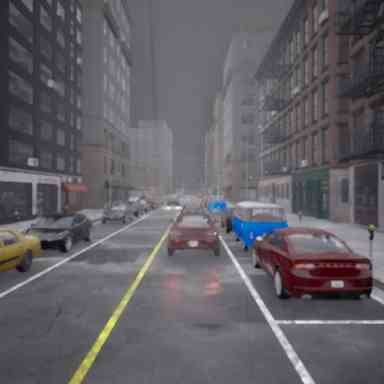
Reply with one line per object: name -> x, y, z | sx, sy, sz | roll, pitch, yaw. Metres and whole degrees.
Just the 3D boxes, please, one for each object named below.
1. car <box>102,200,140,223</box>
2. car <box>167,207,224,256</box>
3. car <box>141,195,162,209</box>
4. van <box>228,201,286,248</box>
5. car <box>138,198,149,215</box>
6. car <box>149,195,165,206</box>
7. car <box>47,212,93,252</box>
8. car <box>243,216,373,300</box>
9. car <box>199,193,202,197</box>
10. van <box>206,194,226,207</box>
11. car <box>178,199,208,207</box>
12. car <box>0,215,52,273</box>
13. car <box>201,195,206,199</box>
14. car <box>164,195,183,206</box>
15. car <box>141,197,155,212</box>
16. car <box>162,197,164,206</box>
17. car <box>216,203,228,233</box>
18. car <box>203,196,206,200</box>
car -> -5.379, 1.505, 24.494 | 2.008, 1.369, 4.403 | 0, 0, 0
car -> 0.071, 1.503, 12.975 | 1.812, 1.442, 4.674 | 0, 0, 0
car -> -5.373, 1.237, 40.721 | 2.192, 1.841, 5.009 | 0, 0, 0
van -> 2.643, 1.317, 13.672 | 1.690, 1.788, 3.998 | 0, 0, 0
car -> -5.377, 1.509, 29.903 | 1.947, 1.339, 4.313 | 0, 0, 0
car -> -5.369, 1.341, 51.541 | 1.967, 1.590, 4.097 | 0, 0, 0
car -> -5.383, 1.541, 13.675 | 1.947, 1.339, 4.313 | 0, 0, 0
car -> 2.640, 1.530, 8.262 | 1.887, 1.381, 4.507 | 0, 0, 0
car -> 2.771, 1.235, 61.021 | 2.097, 1.767, 4.553 | 0, 0, 0
van -> 2.650, 1.274, 35.309 | 1.690, 1.788, 3.998 | 0, 0, 0
car -> 0.071, 1.549, 27.531 | 1.895, 1.301, 4.718 | 0, 0, 0
car -> -5.385, 1.511, 8.095 | 1.752, 1.417, 4.829 | 0, 0, 0
car -> 2.654, 1.352, 46.128 | 1.967, 1.590, 4.097 | 0, 0, 0
car -> -2.814, 1.503, 50.787 | 1.895, 1.301, 4.718 | 0, 0, 0
car -> -5.375, 1.514, 35.313 | 1.802, 1.307, 4.206 | 0, 0, 0
car -> -5.371, 1.351, 46.131 | 1.967, 1.590, 4.097 | 0, 0, 0
car -> 2.644, 1.531, 19.082 | 1.947, 1.339, 4.313 | 0, 0, 0
car -> 2.652, 1.447, 40.889 | 1.752, 1.417, 4.829 | 0, 0, 0
